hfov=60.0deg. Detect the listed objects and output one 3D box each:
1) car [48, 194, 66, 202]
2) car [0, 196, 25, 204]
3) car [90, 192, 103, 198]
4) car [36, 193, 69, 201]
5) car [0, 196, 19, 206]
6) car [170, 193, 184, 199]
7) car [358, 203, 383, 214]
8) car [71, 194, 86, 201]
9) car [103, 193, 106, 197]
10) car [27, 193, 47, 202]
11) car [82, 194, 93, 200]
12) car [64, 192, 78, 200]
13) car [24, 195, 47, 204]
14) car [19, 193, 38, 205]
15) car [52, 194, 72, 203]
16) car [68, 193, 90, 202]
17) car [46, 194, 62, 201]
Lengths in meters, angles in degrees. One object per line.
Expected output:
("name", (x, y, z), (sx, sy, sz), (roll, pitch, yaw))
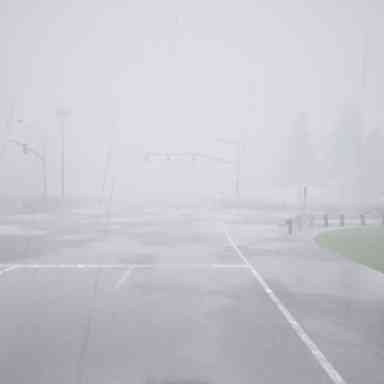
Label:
("car", (-28.149, 1.203, 69.559), (1.837, 1.490, 4.892), (0, 0, 0))
("car", (-31.638, 1.354, 58.592), (1.895, 1.301, 4.718), (0, 0, 0))
("car", (-21.174, 1.052, 70.908), (2.097, 1.767, 4.553), (0, 0, 0))
("car", (-21.180, 1.337, 50.700), (2.033, 1.411, 5.357), (0, 0, 0))
("car", (-28.177, 1.347, 48.650), (2.033, 1.411, 5.357), (0, 0, 0))
("car", (-3.938, 0.941, 95.174), (2.097, 1.767, 4.553), (0, 0, -18))
("car", (17.359, 1.380, 29.326), (4.902, 1.511, 2.128), (0, 0, 8))
("car", (-24.713, 1.166, 72.737), (1.882, 1.535, 5.008), (0, 0, -3))
("car", (-22.110, 1.175, 80.911), (1.812, 1.442, 4.674), (0, 0, -7))
("car", (-31.628, 1.066, 67.970), (2.097, 1.767, 4.553), (0, 0, 0))
("car", (-26.128, 1.180, 83.254), (2.033, 1.411, 5.357), (0, 0, -10))
("car", (-28.968, 1.012, 79.534), (2.097, 1.767, 4.553), (0, 0, -7))
("car", (-28.142, 1.253, 60.010), (1.837, 1.490, 4.892), (0, 0, 0))
("car", (-24.679, 1.278, 51.631), (2.128, 1.511, 4.902), (0, 0, 0))
("car", (-24.636, 1.210, 63.207), (1.882, 1.535, 5.008), (0, 0, 1))
("car", (-21.157, 1.218, 61.497), (1.882, 1.535, 5.008), (0, 0, 1))
("car", (-32.292, 1.189, 78.011), (2.128, 1.511, 4.902), (0, 0, -7))
